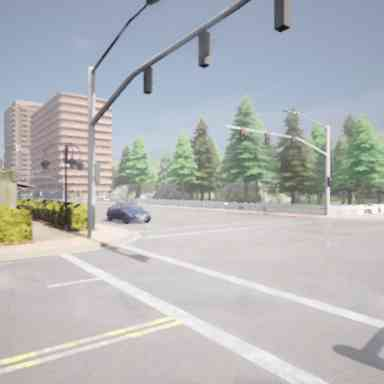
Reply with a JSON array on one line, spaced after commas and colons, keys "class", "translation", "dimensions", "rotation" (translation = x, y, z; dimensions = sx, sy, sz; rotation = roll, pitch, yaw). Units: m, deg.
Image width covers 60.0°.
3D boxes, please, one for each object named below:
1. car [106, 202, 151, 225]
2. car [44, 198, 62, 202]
[{"class": "car", "translation": [-4.752, 1.507, 24.394], "dimensions": [1.812, 1.442, 4.674], "rotation": [0, 0, -37]}, {"class": "car", "translation": [-17.217, 1.486, 40.964], "dimensions": [1.837, 1.490, 4.892], "rotation": [0, 0, -37]}]
